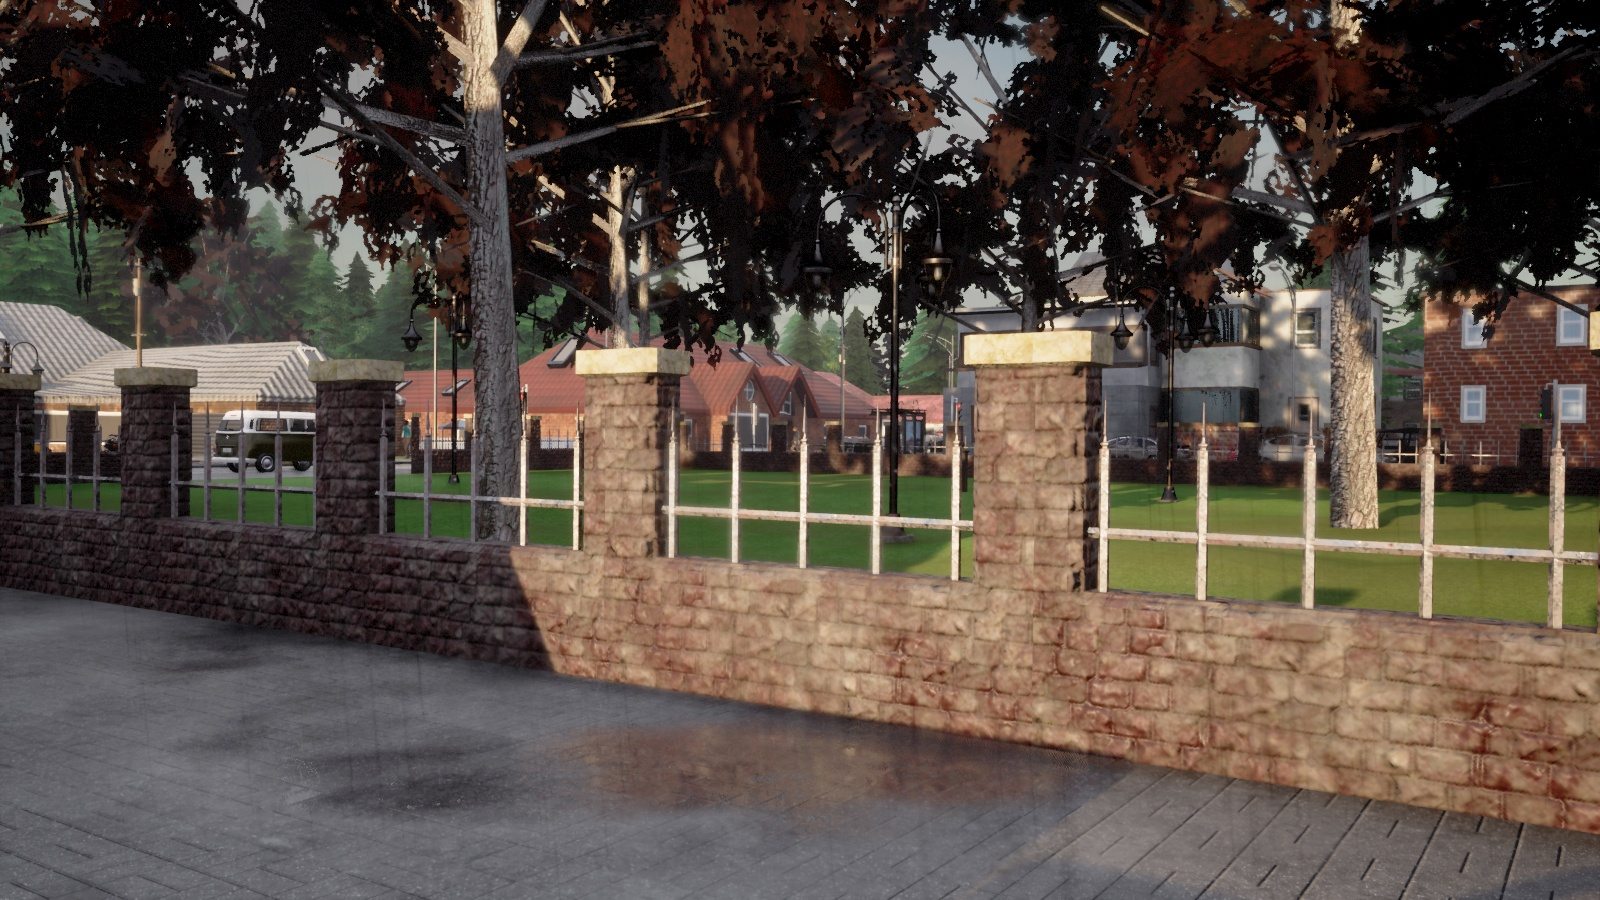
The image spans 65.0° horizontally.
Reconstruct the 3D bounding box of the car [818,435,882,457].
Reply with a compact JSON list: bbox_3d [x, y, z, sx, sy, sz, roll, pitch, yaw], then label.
[{"bbox_3d":[3.204,-0.286,79.790,1.895,1.301,4.718,0,1,34],"label":"car"}]

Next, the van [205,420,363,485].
[{"bbox_3d":[-17.129,0.038,41.871,2.069,2.038,4.480,0,1,32],"label":"van"}]

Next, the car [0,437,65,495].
[{"bbox_3d":[-22.672,0.457,33.476,1.882,1.535,5.008,0,1,32],"label":"car"}]

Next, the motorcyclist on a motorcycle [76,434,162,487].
[{"bbox_3d":[-22.378,0.320,41.312,0.766,1.649,2.350,0,1,34],"label":"motorcyclist on a motorcycle"}]

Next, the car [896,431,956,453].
[{"bbox_3d":[8.873,-0.555,88.322,2.163,1.488,4.792,0,1,34],"label":"car"}]

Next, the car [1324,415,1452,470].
[{"bbox_3d":[20.905,-0.272,44.696,3.866,1.878,1.905,0,1,34],"label":"car"}]

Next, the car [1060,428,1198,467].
[{"bbox_3d":[13.053,-0.112,49.923,4.902,1.511,2.128,0,1,34],"label":"car"}]

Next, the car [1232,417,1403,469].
[{"bbox_3d":[17.365,-0.223,42.206,5.027,1.651,2.152,0,1,32],"label":"car"}]
